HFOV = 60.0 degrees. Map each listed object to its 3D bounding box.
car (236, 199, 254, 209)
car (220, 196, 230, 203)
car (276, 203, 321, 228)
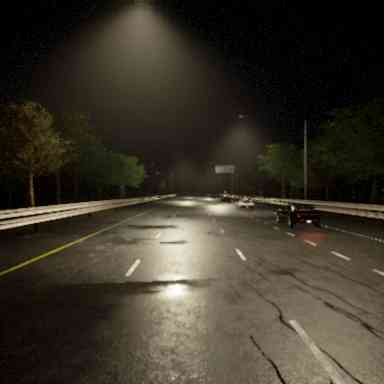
[{"bbox_3d":[7.105,1.644,45.202,1.895,1.301,4.718,0,0,0],"label":"car"},{"bbox_3d":[7.278,1.606,72.656,2.128,1.511,4.902,0,0,0],"label":"car"},{"bbox_3d":[7.024,1.520,22.352,1.837,1.490,4.892,0,0,0],"label":"car"}]
